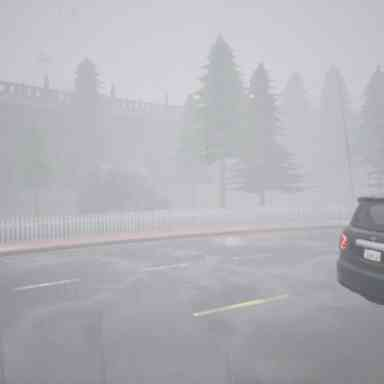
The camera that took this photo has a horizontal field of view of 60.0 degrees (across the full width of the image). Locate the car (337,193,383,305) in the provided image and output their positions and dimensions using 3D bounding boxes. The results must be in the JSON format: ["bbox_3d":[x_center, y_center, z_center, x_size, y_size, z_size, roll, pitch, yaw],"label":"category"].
[{"bbox_3d":[5.264,1.003,5.801,5.566,2.045,2.150,-1,1,-18],"label":"car"}]
